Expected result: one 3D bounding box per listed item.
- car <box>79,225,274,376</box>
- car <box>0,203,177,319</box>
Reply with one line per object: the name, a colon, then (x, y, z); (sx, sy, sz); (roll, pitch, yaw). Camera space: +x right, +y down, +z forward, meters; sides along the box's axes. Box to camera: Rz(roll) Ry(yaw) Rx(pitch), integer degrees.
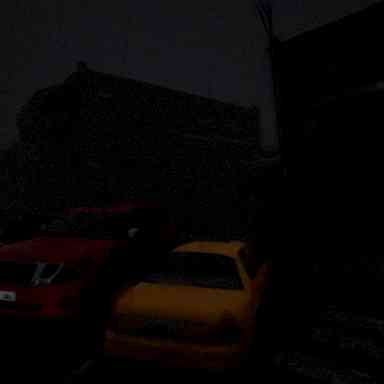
car: (0.463, 1.520, 6.110); (1.946, 1.575, 5.366); (-1, -1, 18)
car: (-1.997, 1.295, 7.754); (2.435, 2.045, 5.566); (0, -1, 17)
